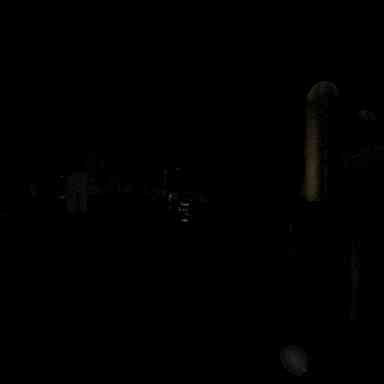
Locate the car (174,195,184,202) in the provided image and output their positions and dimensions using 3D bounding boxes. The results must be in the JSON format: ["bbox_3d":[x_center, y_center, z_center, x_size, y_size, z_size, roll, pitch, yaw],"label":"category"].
[{"bbox_3d":[-2.718,1.289,69.932,2.033,1.411,5.357,0,0,0],"label":"car"}]

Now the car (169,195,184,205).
[{"bbox_3d":[-2.723,1.381,54.689,1.812,1.442,4.674,0,1,0],"label":"car"}]
